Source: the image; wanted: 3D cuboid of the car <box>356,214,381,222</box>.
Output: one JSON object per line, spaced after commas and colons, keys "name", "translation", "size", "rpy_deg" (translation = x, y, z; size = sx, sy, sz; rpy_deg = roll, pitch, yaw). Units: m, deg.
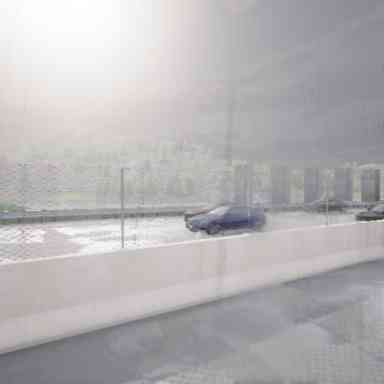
{"name": "car", "translation": [11.579, 1.340, 19.244], "size": [5.008, 1.535, 1.882], "rpy_deg": [0, 0, -29]}
